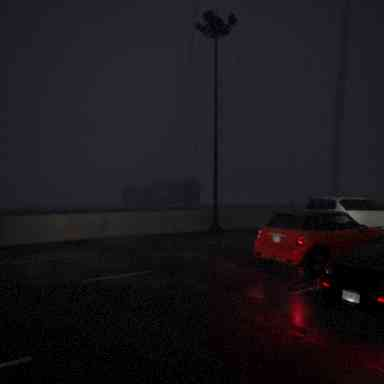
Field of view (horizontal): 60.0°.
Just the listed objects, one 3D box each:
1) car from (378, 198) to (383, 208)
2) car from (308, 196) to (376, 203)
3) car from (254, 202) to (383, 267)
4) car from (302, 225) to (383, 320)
[{"bbox_3d":[30.301,1.615,49.682,4.181,1.385,1.994,0,0,-18],"label":"car"},{"bbox_3d":[8.052,1.233,16.772,5.566,2.045,2.150,0,0,-29],"label":"car"},{"bbox_3d":[4.204,1.356,10.486,4.553,1.767,2.097,0,0,-31],"label":"car"},{"bbox_3d":[4.559,1.533,6.612,4.674,1.442,1.812,0,0,-31],"label":"car"}]
